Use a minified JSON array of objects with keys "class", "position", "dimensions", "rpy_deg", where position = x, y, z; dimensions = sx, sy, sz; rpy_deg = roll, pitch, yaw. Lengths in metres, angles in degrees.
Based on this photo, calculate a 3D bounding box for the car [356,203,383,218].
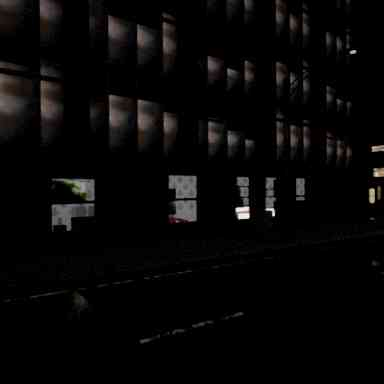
[{"class":"car","position":[16.959,1.808,33.599],"dimensions":[2.033,1.411,5.357],"rpy_deg":[-1,0,-36]}]
